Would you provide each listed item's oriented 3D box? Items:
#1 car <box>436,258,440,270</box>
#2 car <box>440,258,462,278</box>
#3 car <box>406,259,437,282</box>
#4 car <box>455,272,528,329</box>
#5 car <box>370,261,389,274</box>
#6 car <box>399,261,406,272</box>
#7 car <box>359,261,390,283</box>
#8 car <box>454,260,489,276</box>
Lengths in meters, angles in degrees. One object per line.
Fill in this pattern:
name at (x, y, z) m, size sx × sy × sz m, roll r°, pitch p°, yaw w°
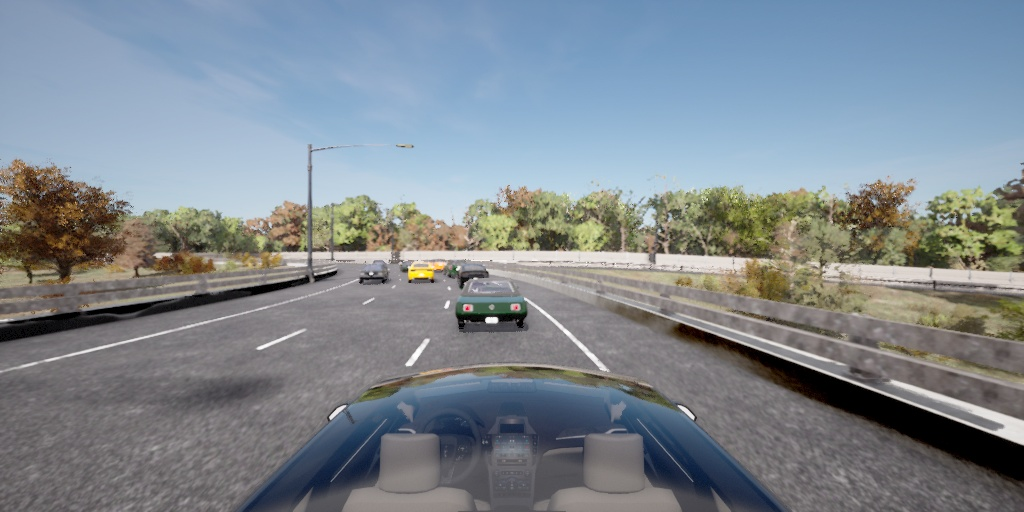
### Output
car at (-9.574, 1.095, 45.853) m, size 2.097 × 1.767 × 4.553 m, roll 0°, pitch 0°, yaw -23°
car at (-5.411, 1.095, 34.712) m, size 2.097 × 1.767 × 4.553 m, roll 0°, pitch 0°, yaw -17°
car at (-7.314, 1.226, 28.869) m, size 1.882 × 1.535 × 5.008 m, roll 0°, pitch 0°, yaw -15°
car at (-0.701, 1.347, 11.356) m, size 1.895 × 1.301 × 4.718 m, roll 0°, pitch 0°, yaw -5°
car at (-16.187, 1.320, 43.585) m, size 1.994 × 1.385 × 4.181 m, roll 0°, pitch 0°, yaw -23°
car at (-12.906, 1.314, 44.780) m, size 1.994 × 1.385 × 4.181 m, roll 0°, pitch 0°, yaw -23°
car at (-10.691, 1.302, 28.017) m, size 2.033 × 1.411 × 5.357 m, roll 0°, pitch 0°, yaw -15°
car at (-2.663, 1.221, 23.932) m, size 1.882 × 1.535 × 5.008 m, roll 0°, pitch 0°, yaw -12°
